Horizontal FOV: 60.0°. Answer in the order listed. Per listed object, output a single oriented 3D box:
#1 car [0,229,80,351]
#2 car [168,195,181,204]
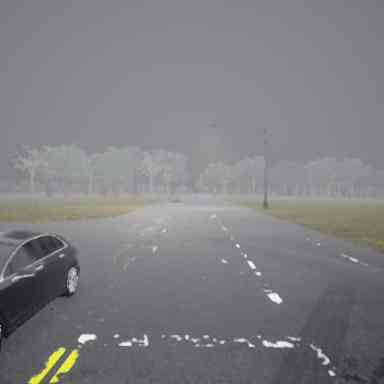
[{"bbox_3d":[-3.467,1.501,5.729,1.837,1.490,4.892,0,0,1],"label":"car"},{"bbox_3d":[-3.050,1.248,58.811,1.837,1.490,4.892,0,0,0],"label":"car"}]
